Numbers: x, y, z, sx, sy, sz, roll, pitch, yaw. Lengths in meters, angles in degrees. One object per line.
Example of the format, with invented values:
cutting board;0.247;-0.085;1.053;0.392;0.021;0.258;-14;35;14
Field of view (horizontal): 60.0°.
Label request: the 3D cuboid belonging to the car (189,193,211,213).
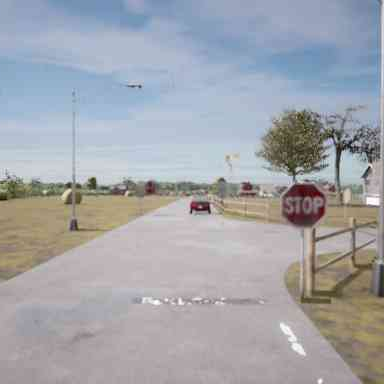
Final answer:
car;0.789;1.175;31.912;1.882;1.535;5.008;0;0;1
